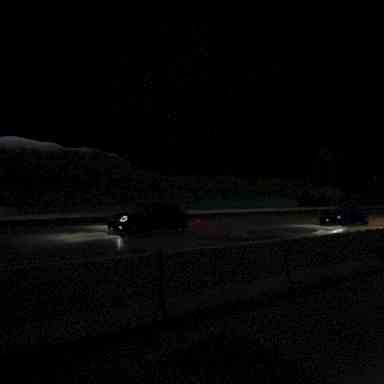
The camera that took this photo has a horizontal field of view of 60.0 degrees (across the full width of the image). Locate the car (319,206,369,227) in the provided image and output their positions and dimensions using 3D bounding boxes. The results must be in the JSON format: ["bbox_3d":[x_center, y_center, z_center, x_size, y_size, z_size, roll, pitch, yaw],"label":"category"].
[{"bbox_3d":[11.561,1.770,25.078,4.674,1.442,1.812,1,-1,-35],"label":"car"}]

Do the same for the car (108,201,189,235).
[{"bbox_3d":[-2.532,1.442,19.375,4.553,1.767,2.097,1,0,-35],"label":"car"}]

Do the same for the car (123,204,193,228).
[{"bbox_3d":[-2.354,1.643,23.784,4.674,1.442,1.812,1,0,-36],"label":"car"}]
